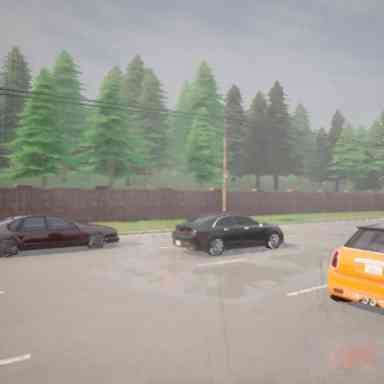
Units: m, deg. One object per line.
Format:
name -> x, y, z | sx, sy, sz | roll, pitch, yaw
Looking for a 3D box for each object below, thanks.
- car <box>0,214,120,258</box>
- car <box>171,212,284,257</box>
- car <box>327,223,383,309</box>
car -> -5.566, 1.541, 12.693 | 5.357, 1.411, 2.033 | 1, 0, -33
car -> 1.532, 1.568, 13.168 | 4.892, 1.490, 1.837 | 0, 0, -33
car -> 4.994, 1.422, 7.067 | 4.553, 1.767, 2.097 | 1, 0, -33
